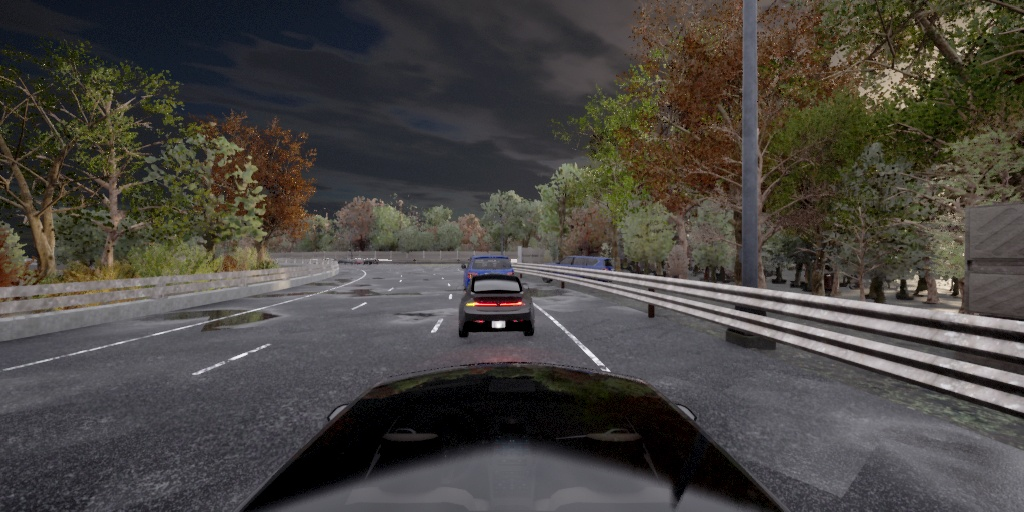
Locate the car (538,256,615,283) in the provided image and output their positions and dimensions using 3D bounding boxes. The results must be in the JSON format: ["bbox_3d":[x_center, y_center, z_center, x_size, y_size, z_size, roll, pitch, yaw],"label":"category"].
[{"bbox_3d":[4.600,0.996,25.734,5.566,2.045,2.150,4,1,35],"label":"car"}]

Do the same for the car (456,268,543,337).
[{"bbox_3d":[-0.519,1.255,10.288,1.837,1.490,4.892,0,0,-5],"label":"car"}]

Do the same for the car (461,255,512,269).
[{"bbox_3d":[-1.193,0.971,17.127,2.150,2.045,5.566,0,0,-9],"label":"car"}]
